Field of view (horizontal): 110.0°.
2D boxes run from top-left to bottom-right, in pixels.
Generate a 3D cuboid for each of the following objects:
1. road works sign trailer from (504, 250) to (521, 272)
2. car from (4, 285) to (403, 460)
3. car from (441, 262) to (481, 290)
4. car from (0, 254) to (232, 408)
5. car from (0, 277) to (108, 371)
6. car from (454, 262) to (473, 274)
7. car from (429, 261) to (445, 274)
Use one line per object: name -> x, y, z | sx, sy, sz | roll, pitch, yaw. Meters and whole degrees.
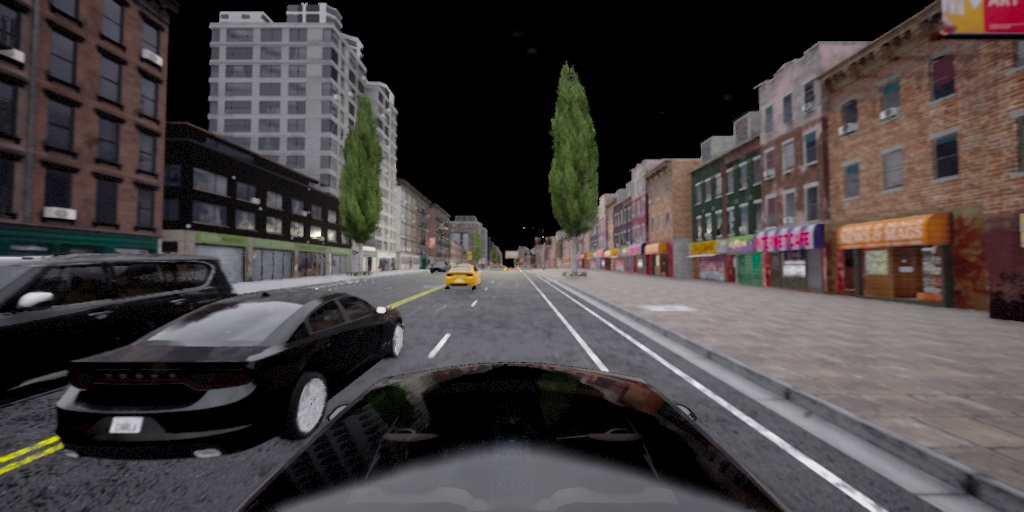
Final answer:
road works sign trailer -> 0.015, 0.797, 59.430 | 2.380, 3.560, 2.880 | 0, 0, 0
car -> -3.151, 1.235, 5.408 | 1.882, 1.535, 5.008 | 0, 0, 0
car -> -3.146, 1.331, 23.774 | 1.882, 1.535, 5.008 | 0, 0, 0
car -> -6.598, 0.978, 4.961 | 2.150, 2.045, 5.566 | 0, 0, 0
car -> -9.848, 1.235, 5.394 | 1.882, 1.535, 5.008 | 0, 0, 0
car -> -6.557, 1.638, 49.014 | 1.882, 1.535, 5.008 | 0, -1, 0
car -> -9.807, 1.511, 48.922 | 2.097, 1.767, 4.553 | 0, -1, 0
